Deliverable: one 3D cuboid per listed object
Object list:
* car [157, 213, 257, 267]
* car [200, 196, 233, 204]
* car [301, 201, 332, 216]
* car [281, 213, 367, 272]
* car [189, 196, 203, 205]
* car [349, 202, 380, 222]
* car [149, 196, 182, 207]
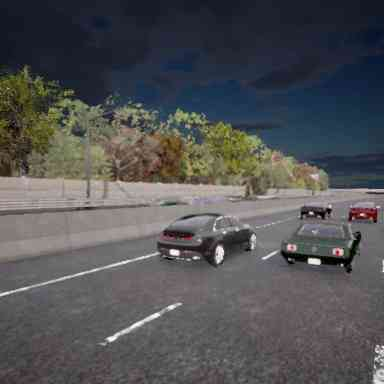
[{"bbox_3d":[0.749,1.480,11.544,1.837,1.490,4.892,1,0,31],"label":"car"},{"bbox_3d":[3.346,1.489,36.841,2.033,1.411,5.357,1,0,31],"label":"car"},{"bbox_3d":[10.585,1.499,28.083,1.882,1.535,5.008,1,0,31],"label":"car"},{"bbox_3d":[4.479,1.609,10.965,1.895,1.301,4.718,1,0,31],"label":"car"},{"bbox_3d":[1.501,1.271,40.567,2.097,1.767,4.553,1,0,31],"label":"car"},{"bbox_3d":[13.891,1.530,26.789,1.882,1.535,5.008,1,0,31],"label":"car"},{"bbox_3d":[-3.102,1.232,39.674,2.097,1.767,4.553,1,0,31],"label":"car"}]
